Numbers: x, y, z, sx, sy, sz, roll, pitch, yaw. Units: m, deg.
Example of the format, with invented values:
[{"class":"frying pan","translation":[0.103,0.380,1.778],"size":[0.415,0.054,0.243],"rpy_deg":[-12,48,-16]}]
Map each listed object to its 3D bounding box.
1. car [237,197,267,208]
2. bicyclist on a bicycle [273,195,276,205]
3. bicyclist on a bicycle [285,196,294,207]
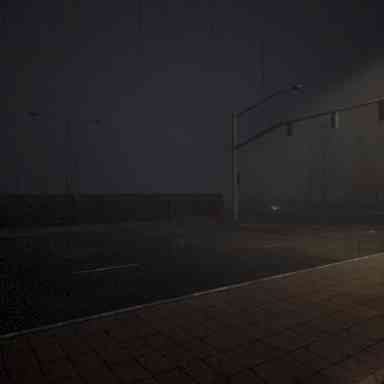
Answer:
[{"class":"car","translation":[8.601,1.480,47.999],"size":[2.128,1.511,4.902],"rpy_deg":[0,0,-34]},{"class":"bicyclist on a bicycle","translation":[13.469,1.286,54.061],"size":[0.582,1.620,1.656],"rpy_deg":[0,0,22]},{"class":"bicyclist on a bicycle","translation":[14.434,1.440,49.146],"size":[1.656,1.620,0.582],"rpy_deg":[0,0,-22]}]
